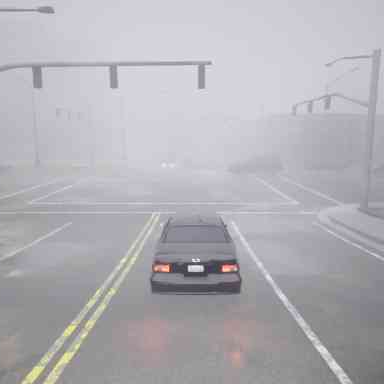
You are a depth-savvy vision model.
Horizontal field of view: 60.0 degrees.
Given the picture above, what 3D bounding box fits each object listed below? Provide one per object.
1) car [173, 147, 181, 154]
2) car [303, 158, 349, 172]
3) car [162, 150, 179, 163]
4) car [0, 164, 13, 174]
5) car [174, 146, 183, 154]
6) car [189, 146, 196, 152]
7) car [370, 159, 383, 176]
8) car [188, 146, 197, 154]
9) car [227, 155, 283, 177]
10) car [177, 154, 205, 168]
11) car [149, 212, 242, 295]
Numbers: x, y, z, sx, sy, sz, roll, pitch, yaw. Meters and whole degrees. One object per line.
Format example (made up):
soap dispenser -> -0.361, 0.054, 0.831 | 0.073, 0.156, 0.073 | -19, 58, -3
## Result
car -> -3.501, -6.885, 61.000 | 1.837, 1.490, 4.892 | 0, 9, 0
car -> 15.039, -3.053, 37.337 | 4.902, 1.511, 2.128 | 0, 9, 0
car -> -3.540, -5.300, 51.522 | 2.033, 1.411, 5.357 | 0, 9, 0
car -> -21.105, -2.402, 34.053 | 4.718, 1.301, 1.895 | 0, 9, 0
car -> -3.423, -8.507, 71.195 | 2.033, 1.411, 5.357 | 0, 9, 0
car -> 0.099, -11.796, 91.141 | 1.994, 1.385, 4.181 | 0, 9, 0
car -> 20.057, -2.627, 33.836 | 4.553, 1.767, 2.097 | 0, 9, 0
car -> 0.088, -10.310, 81.083 | 2.097, 1.767, 4.553 | 0, 9, 0
car -> 6.351, -2.682, 33.391 | 5.566, 2.045, 2.150 | -1, 9, -8
car -> 0.043, -3.851, 42.940 | 1.895, 1.301, 4.718 | -3, 10, -19
car -> 0.083, 1.218, 8.395 | 2.033, 1.411, 5.357 | 0, 4, 0
